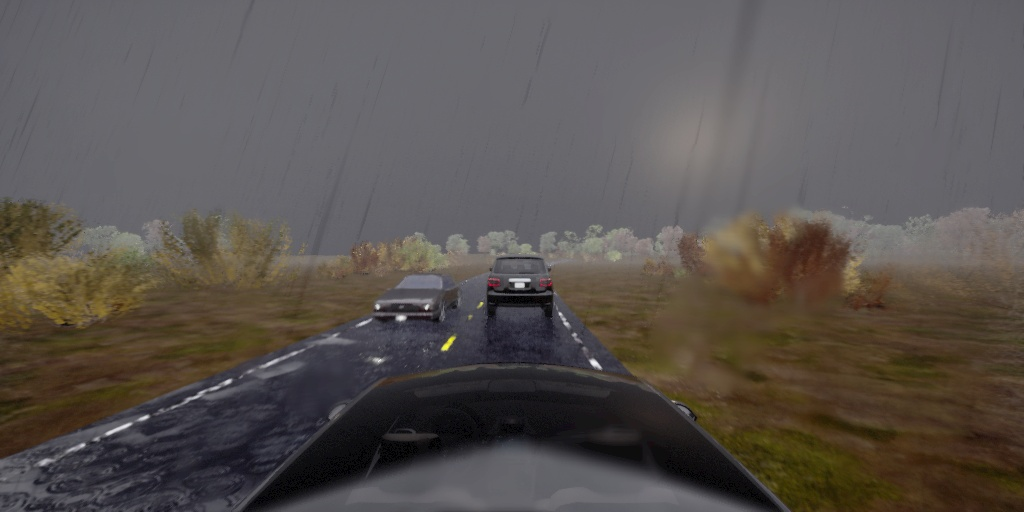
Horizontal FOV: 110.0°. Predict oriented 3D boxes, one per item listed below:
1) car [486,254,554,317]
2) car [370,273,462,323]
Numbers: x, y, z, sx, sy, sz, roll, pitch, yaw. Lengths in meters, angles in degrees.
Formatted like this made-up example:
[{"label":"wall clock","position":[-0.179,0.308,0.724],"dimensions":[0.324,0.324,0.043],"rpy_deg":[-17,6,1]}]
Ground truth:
[{"label":"car","position":[0.306,0.965,13.339],"dimensions":[2.150,2.045,5.566],"rpy_deg":[0,0,2]},{"label":"car","position":[-2.931,1.288,12.329],"dimensions":[2.033,1.411,5.357],"rpy_deg":[0,0,1]}]
